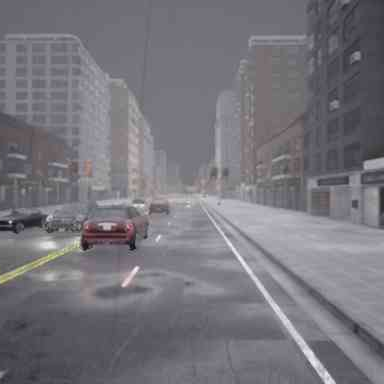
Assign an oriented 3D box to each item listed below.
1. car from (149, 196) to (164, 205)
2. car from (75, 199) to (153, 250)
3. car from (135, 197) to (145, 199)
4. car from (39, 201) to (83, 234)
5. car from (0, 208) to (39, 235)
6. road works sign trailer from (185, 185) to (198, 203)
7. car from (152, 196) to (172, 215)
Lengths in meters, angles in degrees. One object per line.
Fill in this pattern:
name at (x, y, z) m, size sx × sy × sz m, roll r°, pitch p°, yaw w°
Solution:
car at (-6.517, 1.523, 61.465) m, size 2.033 × 1.411 × 5.357 m, roll 0°, pitch 0°, yaw 1°
car at (-3.151, 1.345, 14.477) m, size 2.097 × 1.767 × 4.553 m, roll 0°, pitch 0°, yaw 0°
car at (-9.770, 1.576, 61.458) m, size 1.895 × 1.301 × 4.718 m, roll 0°, pitch 0°, yaw 1°
car at (-6.598, 1.343, 19.126) m, size 2.097 × 1.767 × 4.553 m, roll 0°, pitch 0°, yaw 0°
car at (-9.849, 1.592, 18.859) m, size 1.895 × 1.301 × 4.718 m, roll 0°, pitch 0°, yaw 0°
road works sign trailer at (0.002, 0.438, 68.543) m, size 2.380 × 3.560 × 2.880 m, roll 0°, pitch 0°, yaw 0°
car at (-3.138, 1.462, 33.538) m, size 1.882 × 1.535 × 5.008 m, roll 0°, pitch 0°, yaw 0°
